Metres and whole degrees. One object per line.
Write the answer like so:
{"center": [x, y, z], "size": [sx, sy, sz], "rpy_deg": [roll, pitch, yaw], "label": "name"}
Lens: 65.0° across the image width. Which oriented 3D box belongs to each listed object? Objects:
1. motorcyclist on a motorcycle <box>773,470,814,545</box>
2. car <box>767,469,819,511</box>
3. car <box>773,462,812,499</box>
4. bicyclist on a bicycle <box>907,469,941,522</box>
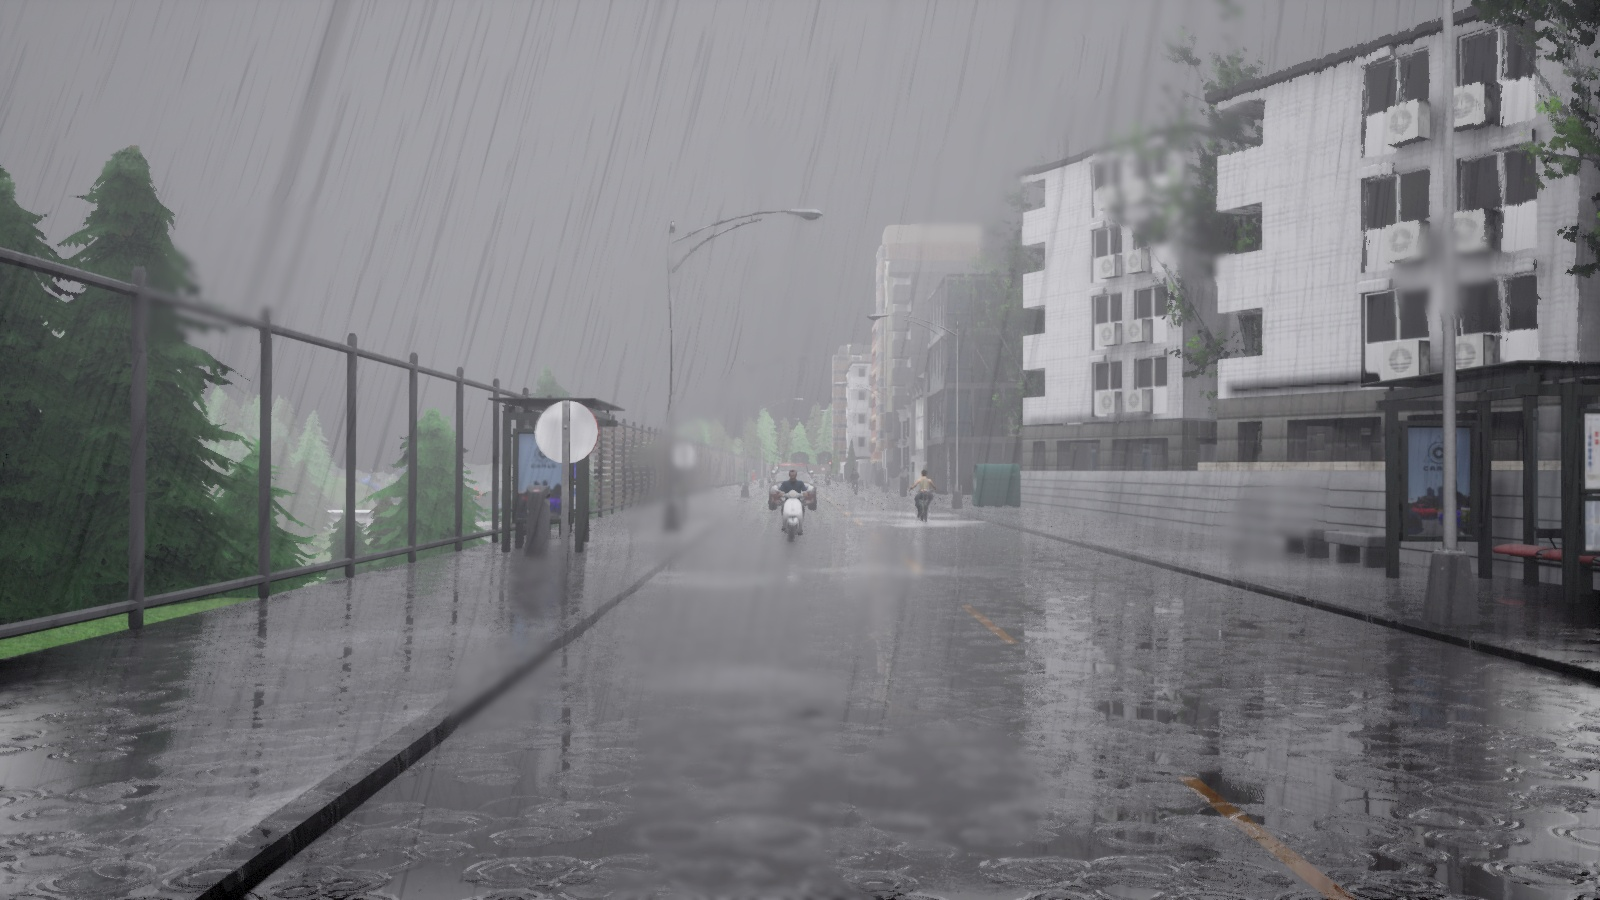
{"center": [-0.146, 1.228, 27.457], "size": [0.866, 1.590, 1.817], "rpy_deg": [0, -1, 0], "label": "motorcyclist on a motorcycle"}
{"center": [-0.289, 1.607, 51.393], "size": [2.033, 1.649, 4.856], "rpy_deg": [0, -1, 0], "label": "car"}
{"center": [-0.416, 1.750, 72.522], "size": [2.150, 2.045, 5.566], "rpy_deg": [0, -1, 0], "label": "car"}
{"center": [3.787, 1.380, 38.463], "size": [0.866, 1.612, 1.509], "rpy_deg": [0, -1, 0], "label": "bicyclist on a bicycle"}
